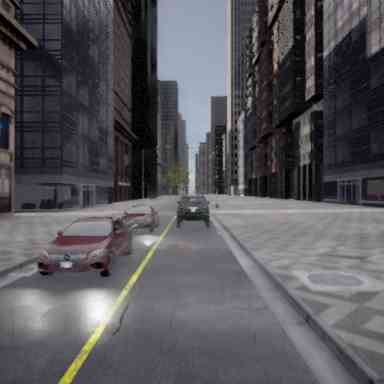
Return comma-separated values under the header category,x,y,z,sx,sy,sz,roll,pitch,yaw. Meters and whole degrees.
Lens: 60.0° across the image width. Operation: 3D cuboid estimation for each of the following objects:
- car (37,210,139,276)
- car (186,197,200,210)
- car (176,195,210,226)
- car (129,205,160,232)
category,x,y,z,sx,sy,sz,roll,pitch,yaw
car,-3.036,1.515,10.424,1.812,1.442,4.674,0,0,1
car,0.101,1.472,43.784,1.812,1.442,4.674,0,0,0
car,0.089,1.200,23.016,2.150,2.045,5.566,0,0,0
car,-2.998,1.505,19.910,1.812,1.442,4.674,0,0,0
